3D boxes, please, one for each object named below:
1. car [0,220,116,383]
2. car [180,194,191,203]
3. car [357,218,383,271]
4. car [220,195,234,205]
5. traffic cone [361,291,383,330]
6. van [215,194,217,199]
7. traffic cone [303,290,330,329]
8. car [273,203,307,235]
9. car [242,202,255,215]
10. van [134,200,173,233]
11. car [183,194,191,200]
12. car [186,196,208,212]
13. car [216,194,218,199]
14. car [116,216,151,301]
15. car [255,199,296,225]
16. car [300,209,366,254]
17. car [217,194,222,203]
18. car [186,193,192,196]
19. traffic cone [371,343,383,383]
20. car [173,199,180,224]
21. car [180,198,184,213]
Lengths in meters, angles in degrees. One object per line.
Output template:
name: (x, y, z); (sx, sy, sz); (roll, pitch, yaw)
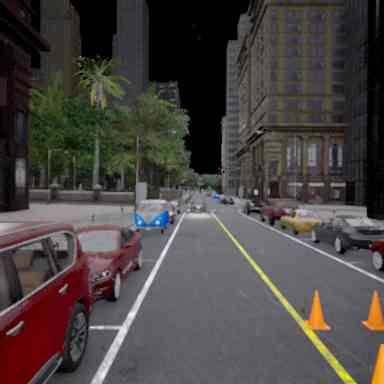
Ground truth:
car: (-2.392, 1.301, 2.883); (2.192, 1.841, 5.009); (0, 0, 1)
car: (-1.732, 1.612, 67.296); (2.008, 1.369, 4.403); (0, 0, 1)
car: (6.186, 1.602, 8.209); (1.887, 1.381, 4.507); (0, 0, 1)
car: (6.736, 1.686, 61.768); (1.947, 1.339, 4.313); (0, 0, 1)
traffic cone: (3.124, 1.986, 5.664); (0.340, 0.580, 0.340); (0, 0, 1)
van: (6.904, 1.473, 78.029); (1.690, 1.788, 3.998); (0, 0, 1)
traffic cone: (2.124, 1.979, 5.674); (0.340, 0.580, 0.340); (0, 0, 1)
car: (6.300, 1.599, 19.228); (1.752, 1.417, 4.829); (0, 0, 1)
car: (6.465, 1.661, 35.333); (1.947, 1.339, 4.313); (0, 0, 1)
van: (-2.226, 1.351, 19.161); (1.690, 1.788, 3.998); (0, 0, 1)
car: (-1.453, 1.388, 94.396); (2.192, 1.841, 5.009); (0, 0, 1)
car: (0.749, 1.550, 39.472); (2.128, 1.511, 4.902); (0, 0, 1)
car: (6.850, 1.654, 72.779); (1.752, 1.417, 4.829); (0, 0, 1)
car: (-2.337, 1.539, 8.309); (1.887, 1.381, 4.507); (0, 0, 1)
car: (6.355, 1.396, 24.483); (2.192, 1.841, 5.009); (0, 0, 1)
car: (6.243, 1.616, 13.633); (2.008, 1.369, 4.403); (0, 0, 1)
car: (6.792, 1.690, 67.188); (1.947, 1.339, 4.313); (0, 0, 1)
car: (-1.676, 1.505, 72.715); (1.967, 1.590, 4.097); (0, 0, 1)
traffic cone: (2.103, 1.976, 3.674); (0.340, 0.580, 0.340); (0, 0, 1)
car: (-2.170, 1.458, 24.586); (1.967, 1.590, 4.097); (0, 0, 1)
car: (-2.060, 1.613, 35.438); (1.802, 1.307, 4.206); (0, 0, 1)
